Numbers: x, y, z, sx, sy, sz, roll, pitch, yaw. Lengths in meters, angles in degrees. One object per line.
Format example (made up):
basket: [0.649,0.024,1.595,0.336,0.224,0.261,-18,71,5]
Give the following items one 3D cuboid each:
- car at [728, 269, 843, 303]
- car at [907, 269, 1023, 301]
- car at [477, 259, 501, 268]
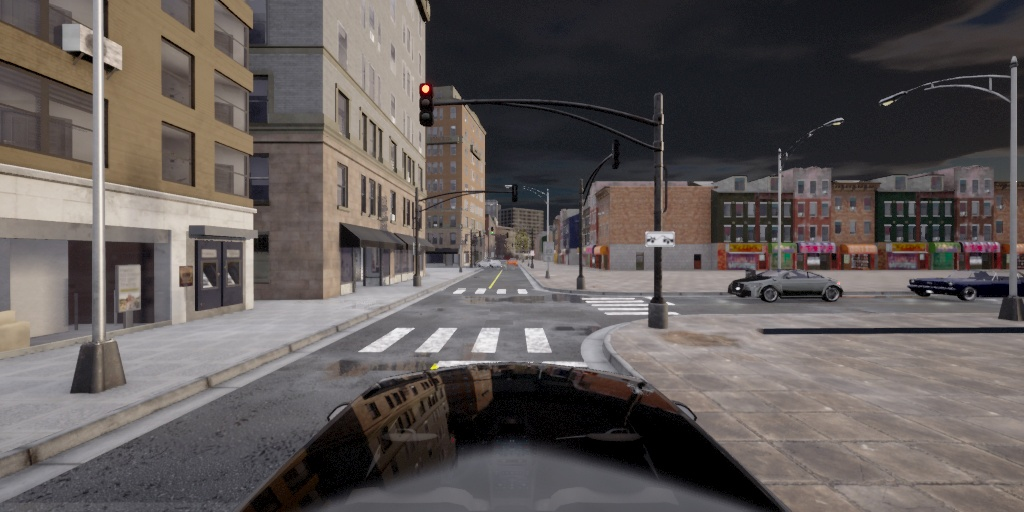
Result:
car: [12.041,1.261,15.962,4.181,1.385,1.994,0,0,0]
car: [20.827,1.266,16.009,4.718,1.301,1.895,0,0,0]
car: [-3.894,1.311,60.635,4.674,1.442,1.812,0,-1,44]
